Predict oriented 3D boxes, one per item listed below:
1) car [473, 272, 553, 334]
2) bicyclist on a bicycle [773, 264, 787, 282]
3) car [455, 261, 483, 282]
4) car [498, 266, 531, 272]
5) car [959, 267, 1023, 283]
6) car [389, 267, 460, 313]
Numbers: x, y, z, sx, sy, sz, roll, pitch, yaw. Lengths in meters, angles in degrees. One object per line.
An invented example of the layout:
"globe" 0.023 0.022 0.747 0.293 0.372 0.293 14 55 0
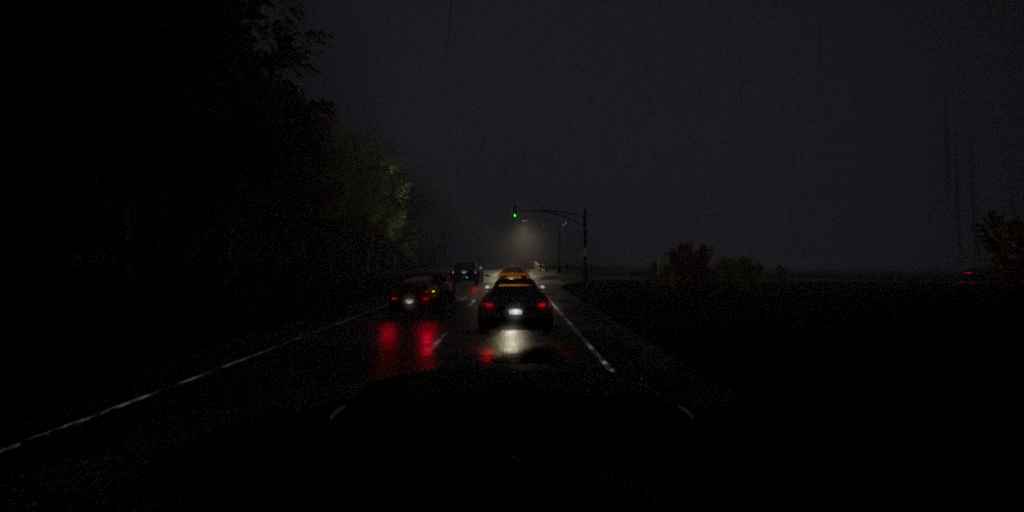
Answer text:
"car" 0.097 1.356 10.813 1.994 1.385 4.181 0 0 0
"bicyclist on a bicycle" 24.292 1.546 32.544 0.582 1.620 1.656 1 -1 0
"car" -3.408 1.222 27.731 2.097 1.767 4.553 0 0 0
"car" 0.163 1.322 22.060 1.882 1.535 5.008 0 0 2
"car" 48.669 1.923 36.408 4.902 1.511 2.128 1 -1 1
"car" -3.410 1.334 14.210 1.812 1.442 4.674 0 0 0
